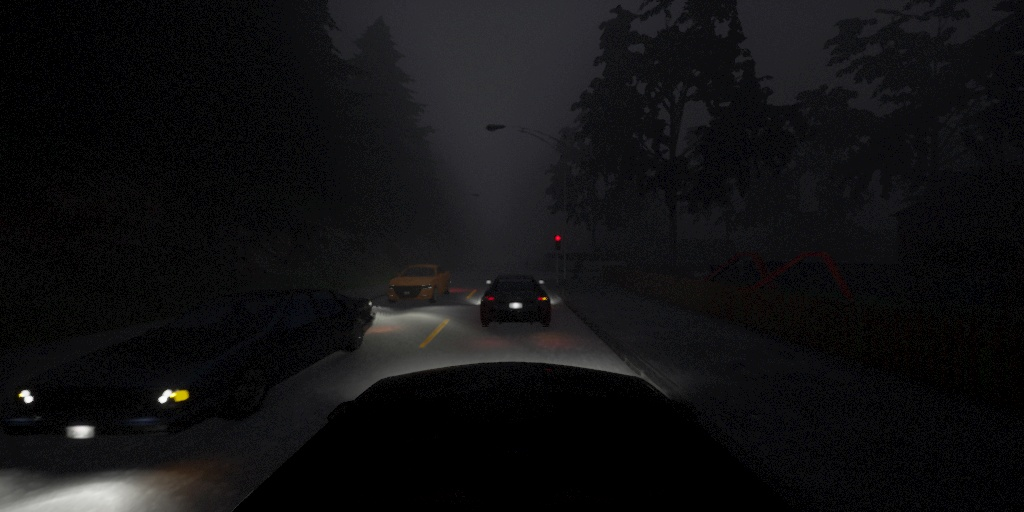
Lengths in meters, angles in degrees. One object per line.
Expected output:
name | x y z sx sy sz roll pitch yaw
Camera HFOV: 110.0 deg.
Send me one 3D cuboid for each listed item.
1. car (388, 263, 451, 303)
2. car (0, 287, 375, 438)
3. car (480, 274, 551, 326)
car | -4.005 1.118 16.145 1.882 1.535 5.008 0 0 0
car | -4.096 1.265 6.062 2.033 1.411 5.357 0 0 0
car | 0.098 1.241 11.310 1.994 1.385 4.181 0 0 0
